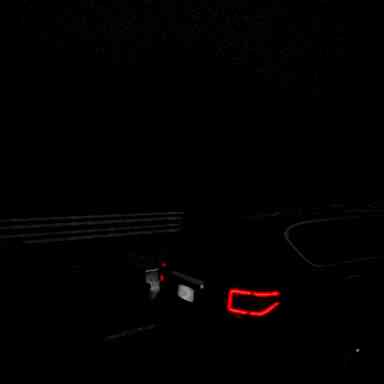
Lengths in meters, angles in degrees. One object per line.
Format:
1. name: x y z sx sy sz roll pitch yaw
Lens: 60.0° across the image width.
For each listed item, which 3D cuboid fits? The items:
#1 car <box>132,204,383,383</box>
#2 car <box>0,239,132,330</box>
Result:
1. car: 2.114 1.211 5.254 5.566 2.045 2.150 0 0 -35
2. car: -3.427 1.547 5.605 5.357 1.411 2.033 0 0 -35
